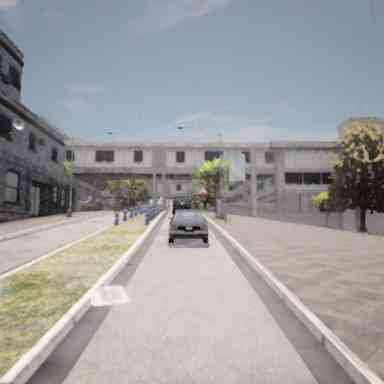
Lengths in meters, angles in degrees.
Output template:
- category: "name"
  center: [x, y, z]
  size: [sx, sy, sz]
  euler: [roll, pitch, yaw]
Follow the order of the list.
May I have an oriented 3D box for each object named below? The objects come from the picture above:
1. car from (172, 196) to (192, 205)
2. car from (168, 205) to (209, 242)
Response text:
- category: "car"
  center: [-1.192, 1.532, 38.868]
  size: [2.150, 2.045, 5.566]
  euler: [0, -2, -3]
- category: "car"
  center: [-0.214, 1.568, 16.457]
  size: [2.033, 1.411, 5.357]
  euler: [0, 0, -2]
